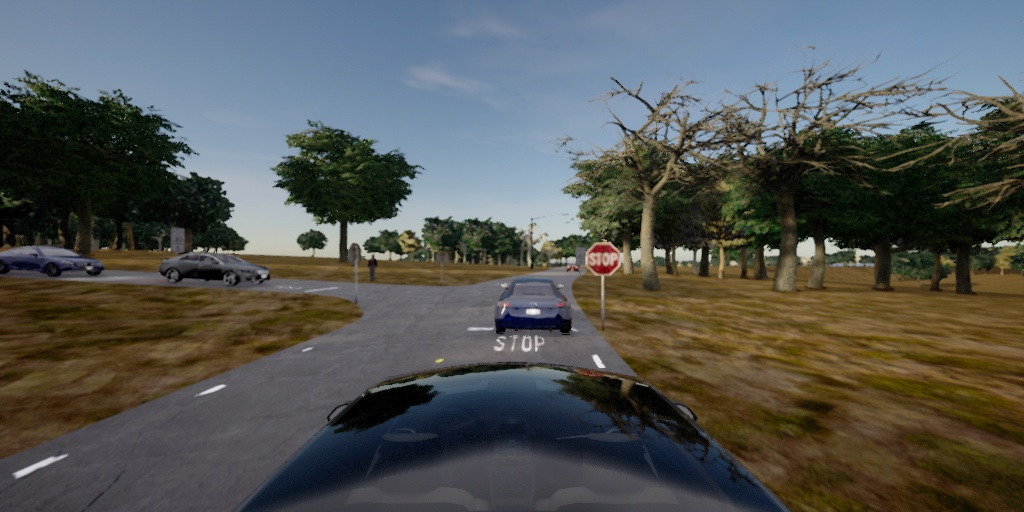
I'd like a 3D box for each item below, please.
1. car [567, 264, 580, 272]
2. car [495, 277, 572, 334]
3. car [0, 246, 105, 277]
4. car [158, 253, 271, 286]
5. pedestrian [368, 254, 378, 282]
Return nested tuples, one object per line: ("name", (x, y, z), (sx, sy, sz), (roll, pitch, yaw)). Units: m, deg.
("car", (9.695, 1.839, 56.700), (1.895, 1.301, 4.718), (0, -1, 12))
("car", (0.619, 1.311, 10.615), (1.994, 1.385, 4.181), (0, 0, 3))
("car", (-23.813, 0.241, 18.406), (4.674, 1.442, 1.812), (3, -1, 4))
("car", (-14.526, 0.619, 17.689), (4.902, 1.511, 2.128), (3, -1, 4))
("pedestrian", (-9.187, 0.765, 23.633), (0.375, 1.860, 0.375), (0, -4, 4))
